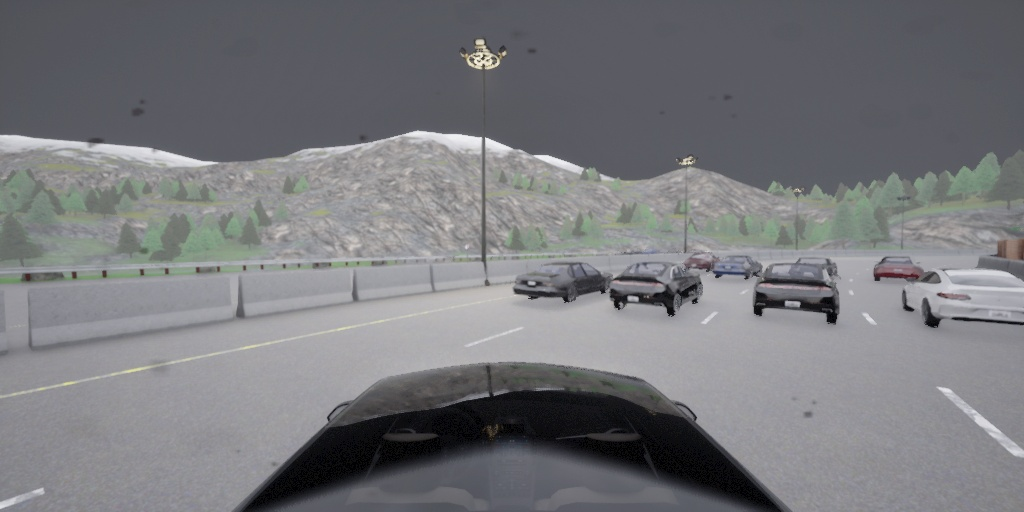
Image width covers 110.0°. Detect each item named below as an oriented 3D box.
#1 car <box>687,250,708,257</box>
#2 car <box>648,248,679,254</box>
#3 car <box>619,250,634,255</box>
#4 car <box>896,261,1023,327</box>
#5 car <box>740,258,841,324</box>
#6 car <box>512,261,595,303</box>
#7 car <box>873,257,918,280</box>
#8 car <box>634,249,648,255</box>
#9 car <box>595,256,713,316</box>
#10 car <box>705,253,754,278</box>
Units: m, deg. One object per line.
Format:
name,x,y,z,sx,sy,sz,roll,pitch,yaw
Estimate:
car,15.329,0.459,28.593,4.674,1.442,1.812,-2,3,-44
car,23.053,-0.352,53.691,5.008,1.535,1.882,-1,2,-36
car,20.220,-0.431,60.287,4.718,1.301,1.895,-1,2,-36
car,11.973,1.042,9.472,1.812,1.442,4.674,1,2,40
car,8.643,0.960,10.948,2.128,1.511,4.902,1,2,39
car,2.257,0.917,14.208,2.033,1.411,5.357,1,2,39
car,23.076,0.717,21.487,4.181,1.385,1.994,-2,3,-44
car,22.337,-0.468,57.483,5.008,1.535,1.882,-1,2,-36
car,4.914,0.931,11.926,2.128,1.511,4.902,1,2,39
car,14.399,0.658,22.777,2.033,1.411,5.357,2,2,44
